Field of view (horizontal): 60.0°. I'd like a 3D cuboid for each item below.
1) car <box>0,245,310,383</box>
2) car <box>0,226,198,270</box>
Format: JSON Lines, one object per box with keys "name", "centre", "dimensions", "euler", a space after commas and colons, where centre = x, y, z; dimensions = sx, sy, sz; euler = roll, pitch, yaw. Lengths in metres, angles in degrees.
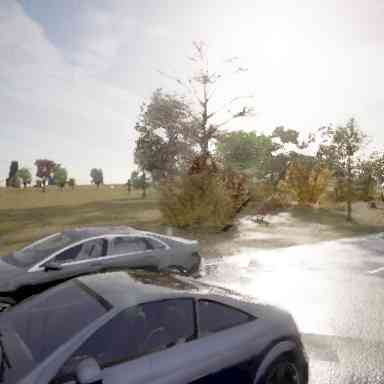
{"name": "car", "centre": [-0.832, 1.537, 3.068], "dimensions": [4.181, 1.385, 1.994], "euler": [0, 1, -35]}
{"name": "car", "centre": [-2.038, 1.435, 6.198], "dimensions": [4.902, 1.511, 2.128], "euler": [0, 1, -35]}
